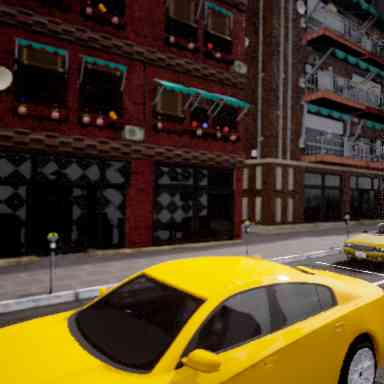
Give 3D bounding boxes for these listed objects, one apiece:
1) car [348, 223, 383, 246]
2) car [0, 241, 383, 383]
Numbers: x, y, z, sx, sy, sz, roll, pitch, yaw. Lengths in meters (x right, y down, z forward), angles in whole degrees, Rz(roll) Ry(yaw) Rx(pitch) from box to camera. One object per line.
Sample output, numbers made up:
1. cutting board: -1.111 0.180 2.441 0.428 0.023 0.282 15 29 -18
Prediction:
1. car: 7.170 1.635 11.654 4.829 1.417 1.752 1 0 -35
2. car: 0.083 1.495 3.435 5.008 1.535 1.882 1 0 -35
